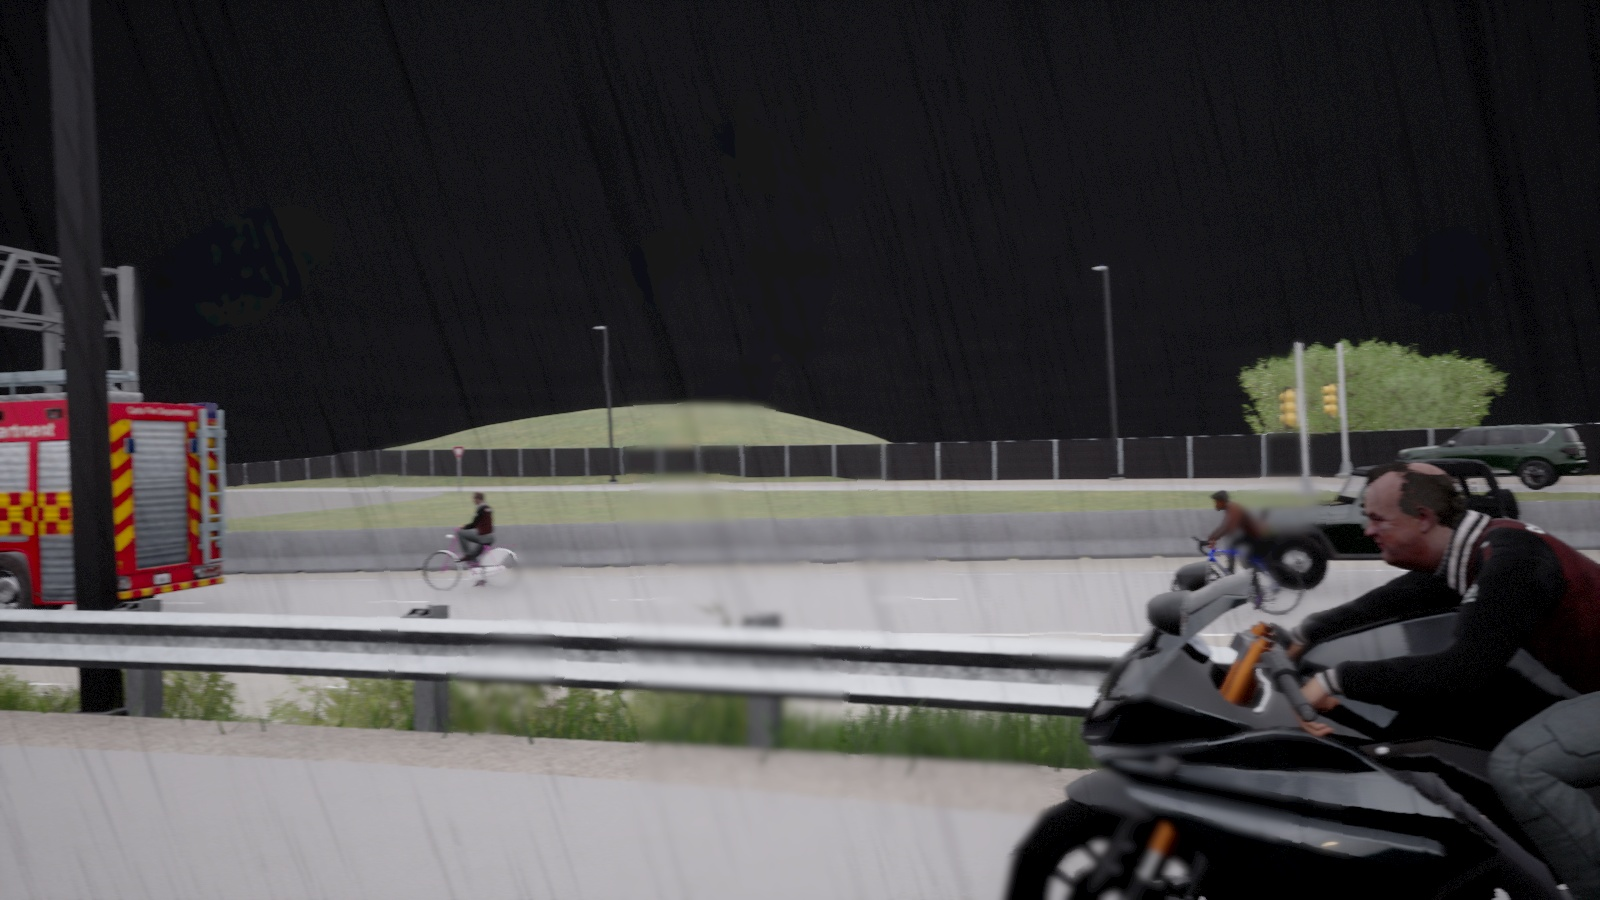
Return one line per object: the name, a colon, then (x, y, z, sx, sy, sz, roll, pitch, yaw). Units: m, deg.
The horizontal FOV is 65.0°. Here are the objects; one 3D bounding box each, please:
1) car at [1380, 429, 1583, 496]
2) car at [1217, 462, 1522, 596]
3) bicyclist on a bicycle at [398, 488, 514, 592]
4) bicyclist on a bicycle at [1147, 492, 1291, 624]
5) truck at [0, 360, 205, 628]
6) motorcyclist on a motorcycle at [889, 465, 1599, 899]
car: (22.378, 0.395, 41.353, 5.566, 2.045, 2.150, -1, 1, 39)
car: (8.498, 1.166, 19.095, 3.866, 1.878, 1.905, -1, 0, 12)
bicyclist on a bicycle: (-6.047, 1.574, 22.092, 1.843, 1.776, 0.659, -1, 0, 12)
bicyclist on a bicycle: (5.372, 1.384, 16.166, 1.656, 1.620, 0.582, -2, 0, 12)
truck: (-14.323, 0.715, 20.223, 8.468, 3.827, 2.891, -1, 0, 12)
motorcyclist on a motorcycle: (1.400, 0.818, 3.089, 2.191, 1.530, 0.866, 0, 1, 22)
